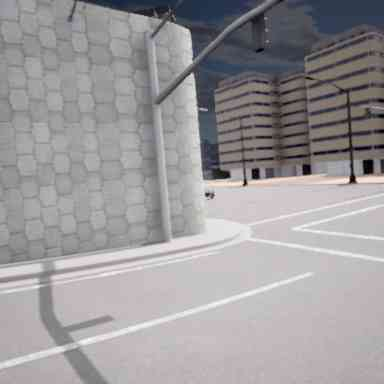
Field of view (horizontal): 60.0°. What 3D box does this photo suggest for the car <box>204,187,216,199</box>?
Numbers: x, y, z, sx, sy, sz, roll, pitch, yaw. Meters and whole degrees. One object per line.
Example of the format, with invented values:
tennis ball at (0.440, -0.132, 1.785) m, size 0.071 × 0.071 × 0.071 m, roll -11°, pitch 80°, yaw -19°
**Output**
car at (0.333, 0.017, 33.551) m, size 1.882 × 1.535 × 5.008 m, roll -7°, pitch 4°, yaw -35°
